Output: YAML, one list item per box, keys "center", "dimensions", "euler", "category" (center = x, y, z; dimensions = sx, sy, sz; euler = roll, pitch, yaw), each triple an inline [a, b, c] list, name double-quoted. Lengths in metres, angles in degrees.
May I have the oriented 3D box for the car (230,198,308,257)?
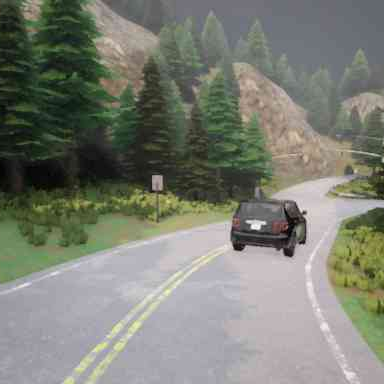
- center: [3.286, 1.261, 13.442]
  dimensions: [2.150, 2.045, 5.566]
  euler: [2, 1, 26]
  category: "car"
